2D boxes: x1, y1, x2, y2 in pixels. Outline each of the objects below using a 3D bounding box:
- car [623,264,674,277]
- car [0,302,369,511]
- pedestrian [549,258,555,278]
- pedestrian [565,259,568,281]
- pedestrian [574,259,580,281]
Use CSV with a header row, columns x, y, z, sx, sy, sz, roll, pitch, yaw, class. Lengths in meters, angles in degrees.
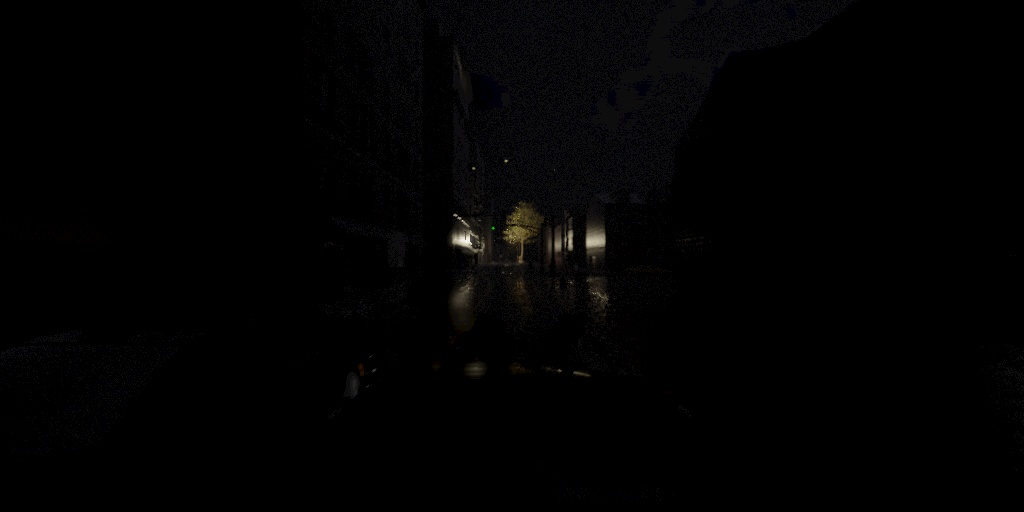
x,y,z,sx,sy,sz,roll,pitch,yaw,class
13.879,1.465,36.575,4.829,1.417,1.751,0,0,0,car
-2.849,1.232,2.794,1.882,1.535,5.008,0,0,0,car
3.504,0.992,31.011,0.375,1.860,0.375,0,-1,0,pedestrian
4.505,1.138,29.809,0.375,1.860,0.375,0,-1,0,pedestrian
5.505,1.126,30.410,0.375,1.860,0.375,0,-1,0,pedestrian
